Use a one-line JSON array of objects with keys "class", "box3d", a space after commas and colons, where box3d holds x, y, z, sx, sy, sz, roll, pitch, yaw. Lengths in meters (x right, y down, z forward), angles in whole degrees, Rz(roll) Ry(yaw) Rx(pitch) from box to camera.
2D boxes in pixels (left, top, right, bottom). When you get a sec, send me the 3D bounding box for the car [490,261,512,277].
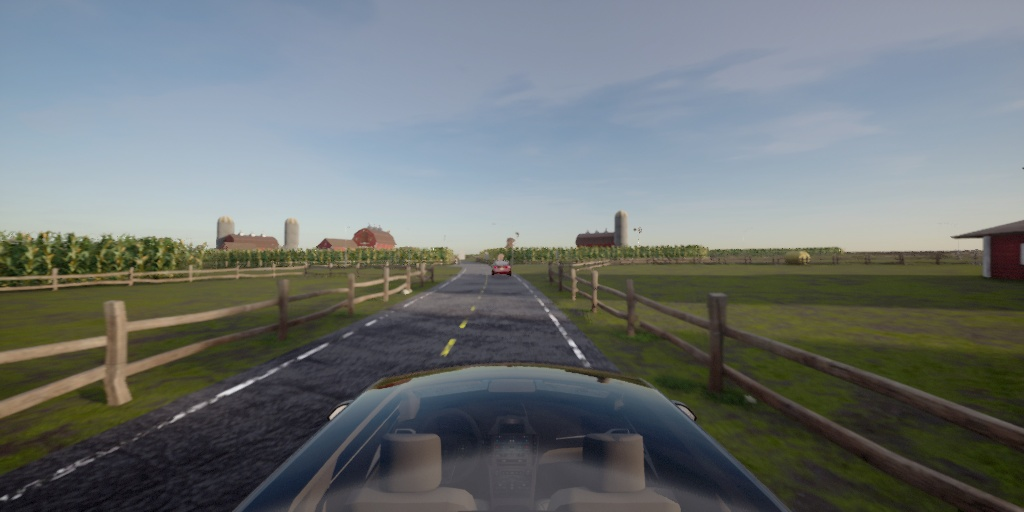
[{"class": "car", "box3d": [-1.105, 1.258, 35.970, 2.163, 1.488, 4.792, 0, 0, -4]}]
